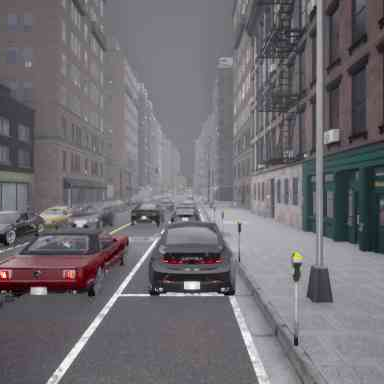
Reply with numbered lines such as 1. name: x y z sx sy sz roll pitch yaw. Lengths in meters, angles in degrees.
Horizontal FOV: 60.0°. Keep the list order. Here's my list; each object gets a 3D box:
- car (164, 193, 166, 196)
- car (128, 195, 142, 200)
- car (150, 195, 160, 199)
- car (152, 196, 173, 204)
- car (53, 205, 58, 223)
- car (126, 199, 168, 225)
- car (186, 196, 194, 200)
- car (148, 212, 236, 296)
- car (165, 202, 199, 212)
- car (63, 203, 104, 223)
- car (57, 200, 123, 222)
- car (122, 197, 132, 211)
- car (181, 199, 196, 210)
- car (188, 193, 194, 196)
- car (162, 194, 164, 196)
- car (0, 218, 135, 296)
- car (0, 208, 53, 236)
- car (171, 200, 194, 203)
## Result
1. car: -8.408 1.486 85.047 1.752 1.417 4.829 0 0 0
2. car: -8.408 1.302 47.845 2.192 1.841 5.009 0 0 0
3. car: -8.408 1.521 74.308 2.008 1.369 4.403 0 0 0
4. car: -2.922 1.485 37.809 2.128 1.511 4.902 0 0 0
5. car: -8.408 1.525 20.611 1.752 1.417 4.829 0 0 0
6. car: -3.020 1.477 23.404 1.882 1.535 5.008 0 0 0
7. car: -0.383 1.519 37.181 1.752 1.417 4.829 0 0 0
8. car: 0.000 1.504 8.650 1.837 1.490 4.892 0 0 0
9. car: -0.383 1.566 20.772 1.947 1.339 4.313 0 0 0
10. car: -8.408 1.581 26.194 1.802 1.307 4.206 0 0 0
11. car: -5.870 1.491 19.873 2.128 1.511 4.902 0 0 0
12. car: -8.408 1.545 37.020 2.008 1.369 4.403 0 0 0
13. car: -0.383 1.573 42.423 1.802 1.307 4.206 0 0 0
14. car: -0.382 1.396 90.663 1.967 1.590 4.097 0 0 0
15. car: -8.408 1.510 79.763 1.887 1.381 4.507 0 0 0
16. car: -2.920 1.601 8.579 1.895 1.301 4.718 0 0 0
17. car: -8.408 1.566 15.368 1.947 1.339 4.313 0 0 0
18. car: -0.383 1.565 26.185 1.947 1.339 4.313 0 0 0
